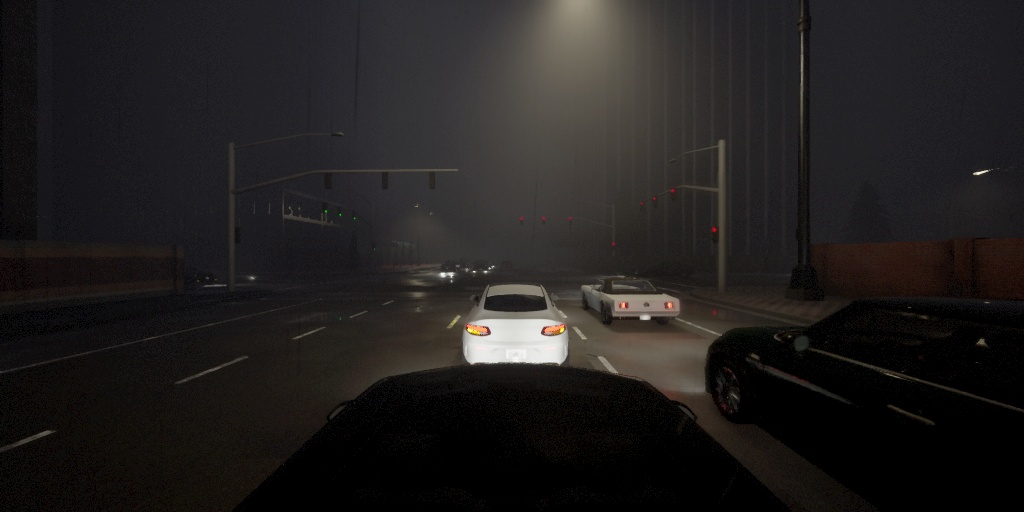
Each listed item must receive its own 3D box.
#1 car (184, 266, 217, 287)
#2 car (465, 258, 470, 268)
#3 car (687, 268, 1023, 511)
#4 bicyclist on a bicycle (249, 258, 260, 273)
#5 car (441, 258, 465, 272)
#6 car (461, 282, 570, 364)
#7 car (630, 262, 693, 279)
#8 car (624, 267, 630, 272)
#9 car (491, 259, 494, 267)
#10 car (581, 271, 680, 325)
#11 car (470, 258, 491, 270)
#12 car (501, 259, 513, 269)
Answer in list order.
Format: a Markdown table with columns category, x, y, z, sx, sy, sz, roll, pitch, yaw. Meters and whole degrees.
| category | x | y | z | sx | sy | sz | roll | pitch | yaw |
| --- | --- | --- | --- | --- | --- | --- | --- | --- | --- |
| car | -22.466 | 1.314 | 24.095 | 4.181 | 1.385 | 1.994 | 0 | 0 | -1 |
| car | -8.026 | 1.101 | 58.892 | 2.097 | 1.767 | 4.553 | 0 | 0 | -1 |
| car | 3.600 | 1.103 | 2.888 | 2.097 | 1.767 | 4.553 | 0 | 0 | 0 |
| bicyclist on a bicycle | -28.401 | 1.051 | 39.525 | 0.582 | 1.620 | 1.656 | 0 | 0 | -1 |
| car | -7.883 | 1.241 | 46.224 | 2.128 | 1.511 | 4.902 | 0 | 0 | 1 |
| car | 0.060 | 1.276 | 7.583 | 1.812 | 1.442 | 4.674 | 0 | 0 | 0 |
| car | 13.443 | 1.241 | 31.634 | 4.902 | 1.511 | 2.128 | 0 | 0 | -1 |
| car | 13.183 | 1.314 | 35.131 | 4.181 | 1.385 | 1.994 | 0 | 0 | -1 |
| car | -4.571 | 1.276 | 62.501 | 1.812 | 1.442 | 4.674 | 0 | 0 | -1 |
| car | 3.565 | 1.351 | 11.800 | 1.895 | 1.301 | 4.718 | 0 | 0 | 0 |
| car | -4.405 | 1.227 | 51.249 | 1.882 | 1.535 | 5.008 | 0 | 0 | -1 |
| car | -0.802 | 1.255 | 56.186 | 1.837 | 1.490 | 4.892 | 0 | 0 | -1 |
